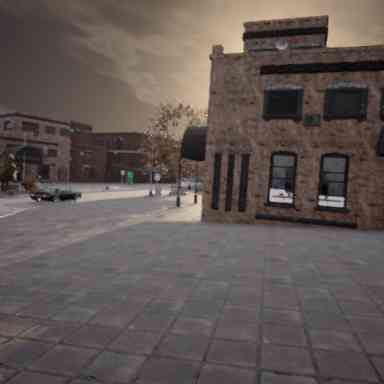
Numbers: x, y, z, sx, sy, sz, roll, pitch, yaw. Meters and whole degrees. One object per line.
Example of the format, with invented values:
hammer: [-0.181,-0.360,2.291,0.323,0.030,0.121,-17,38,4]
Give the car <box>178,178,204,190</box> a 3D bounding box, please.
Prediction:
car: [-0.540,-1.472,60.714,2.150,2.045,5.566,5,4,31]

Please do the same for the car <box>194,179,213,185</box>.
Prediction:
car: [2.933,-2.497,82.533,2.097,1.535,5.008,6,5,35]

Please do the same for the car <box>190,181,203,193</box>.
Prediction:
car: [2.772,-0.435,51.450,4.892,1.521,2.231,5,4,31]

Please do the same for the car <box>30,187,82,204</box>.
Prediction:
car: [-11.883,0.255,29.497,1.895,1.301,4.718,4,3,16]
